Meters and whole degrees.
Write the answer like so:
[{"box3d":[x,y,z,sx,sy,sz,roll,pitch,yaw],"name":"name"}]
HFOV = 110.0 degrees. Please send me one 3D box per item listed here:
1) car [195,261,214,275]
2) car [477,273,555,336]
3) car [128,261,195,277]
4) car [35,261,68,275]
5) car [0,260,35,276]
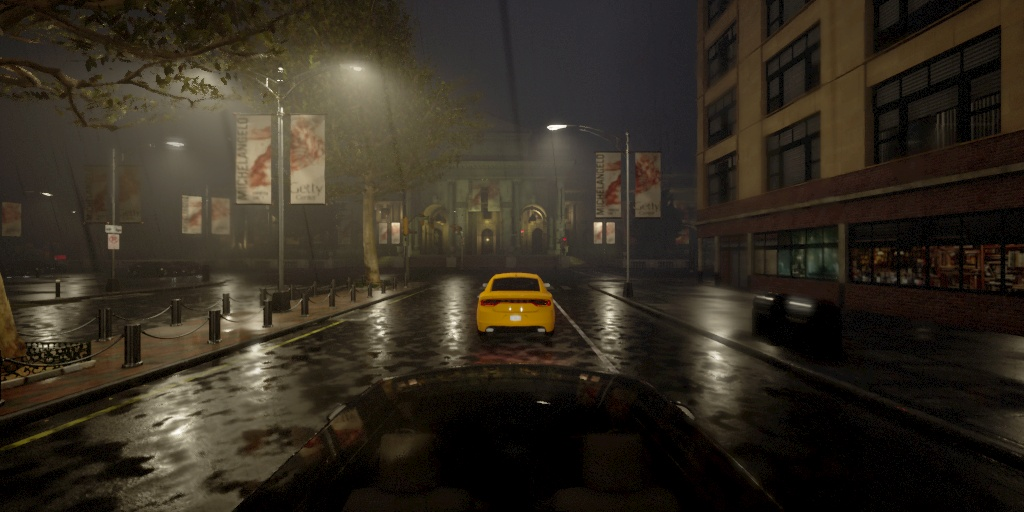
[{"box3d":[-34.705,1.254,38.361,4.892,1.490,1.837,0,0,1],"name":"car"},{"box3d":[0.122,1.228,10.431,1.882,1.535,5.008,0,0,1],"name":"car"},{"box3d":[-34.298,1.255,34.847,4.892,1.490,1.837,0,0,1],"name":"car"},{"box3d":[-50.795,1.227,38.401,5.008,1.535,1.882,0,0,-2],"name":"car"},{"box3d":[-50.103,1.313,34.892,4.181,1.385,1.994,0,0,-1],"name":"car"}]
